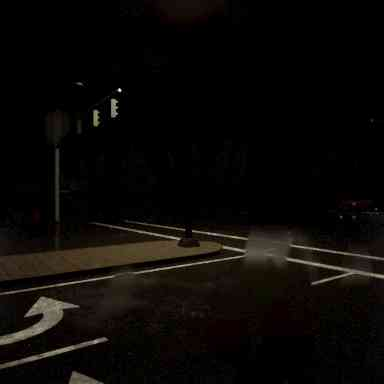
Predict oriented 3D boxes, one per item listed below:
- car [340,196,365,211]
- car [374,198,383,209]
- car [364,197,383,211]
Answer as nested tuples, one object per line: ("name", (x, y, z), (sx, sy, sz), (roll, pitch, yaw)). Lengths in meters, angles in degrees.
("car", (20.442, 1.352, 41.424), (4.553, 1.767, 2.097), (0, 0, -36))
("car", (27.458, 1.564, 46.452), (4.181, 1.385, 1.994), (0, 0, -36))
("car", (22.854, 1.547, 38.891), (5.357, 1.411, 2.033), (0, 0, -35))
